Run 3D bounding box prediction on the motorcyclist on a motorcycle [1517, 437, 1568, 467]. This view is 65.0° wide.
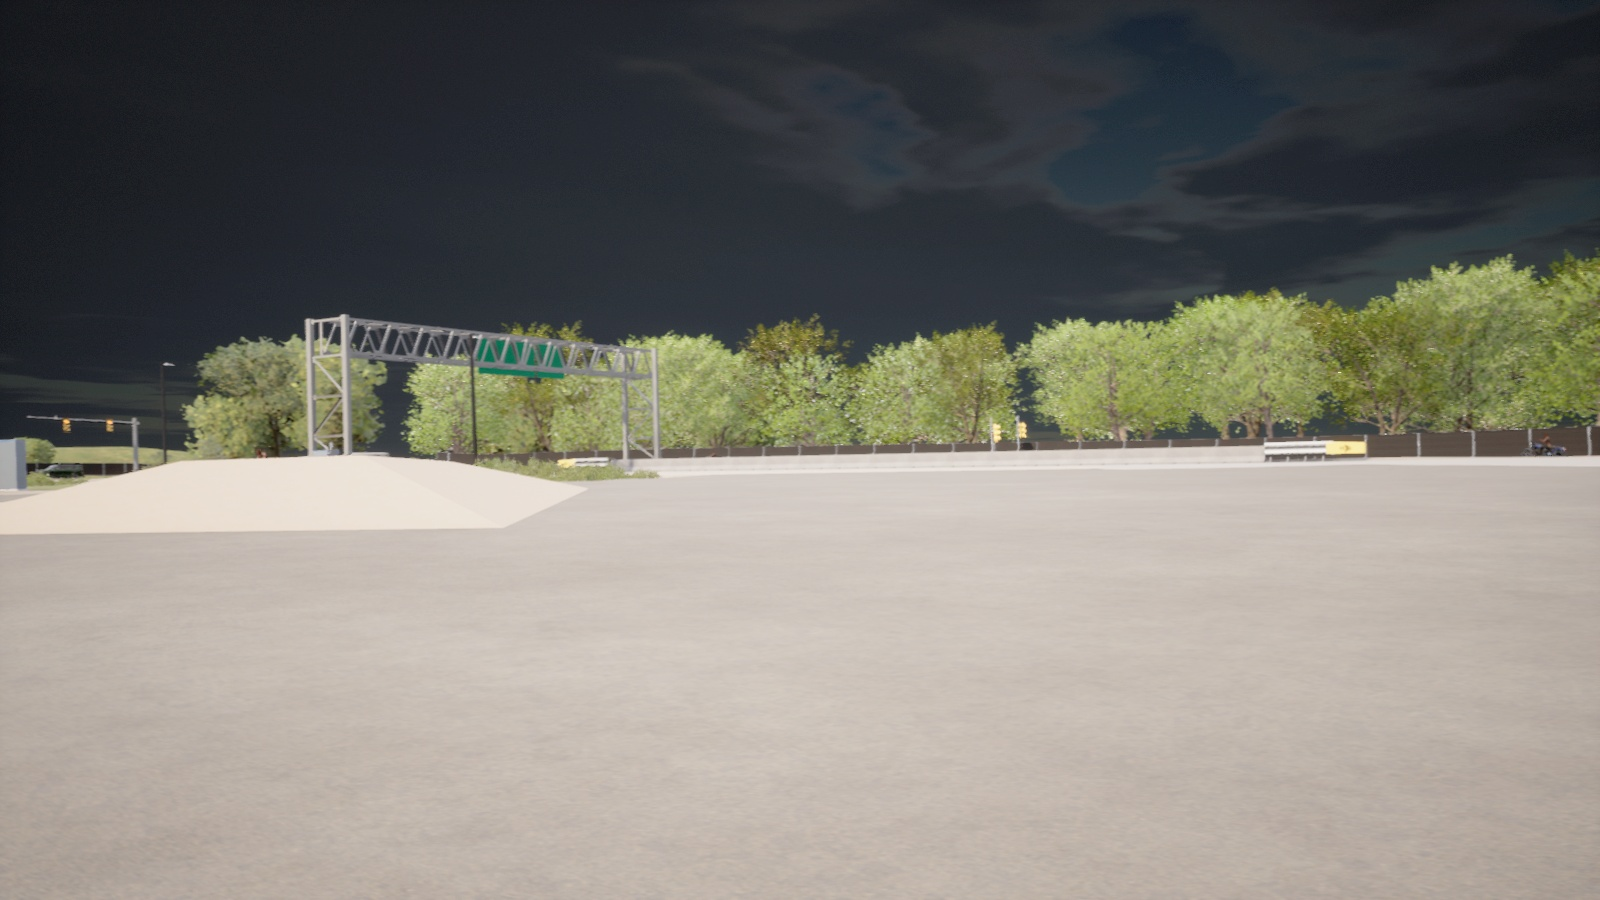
[{"bbox_3d":[42.549,0.126,71.941,0.766,1.649,2.350,-2,-1,-44],"label":"motorcyclist on a motorcycle"}]
